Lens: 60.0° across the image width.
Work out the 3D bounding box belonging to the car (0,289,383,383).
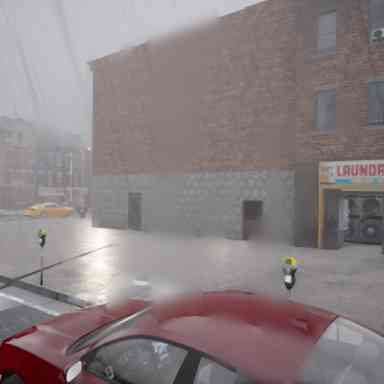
[{"bbox_3d":[0.132,1.544,2.704,4.507,1.381,1.887,0,1,36],"label":"car"}]

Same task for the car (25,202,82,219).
[{"bbox_3d":[-13.808,1.819,32.842,1.882,1.535,5.008,1,0,36],"label":"car"}]

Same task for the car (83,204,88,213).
[{"bbox_3d":[-14.107,1.856,37.494,1.837,1.490,4.892,1,0,36],"label":"car"}]

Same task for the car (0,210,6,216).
[{"bbox_3d":[-19.600,1.828,29.867,1.895,1.301,4.718,1,0,37],"label":"car"}]
